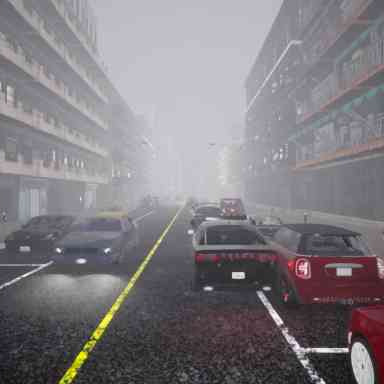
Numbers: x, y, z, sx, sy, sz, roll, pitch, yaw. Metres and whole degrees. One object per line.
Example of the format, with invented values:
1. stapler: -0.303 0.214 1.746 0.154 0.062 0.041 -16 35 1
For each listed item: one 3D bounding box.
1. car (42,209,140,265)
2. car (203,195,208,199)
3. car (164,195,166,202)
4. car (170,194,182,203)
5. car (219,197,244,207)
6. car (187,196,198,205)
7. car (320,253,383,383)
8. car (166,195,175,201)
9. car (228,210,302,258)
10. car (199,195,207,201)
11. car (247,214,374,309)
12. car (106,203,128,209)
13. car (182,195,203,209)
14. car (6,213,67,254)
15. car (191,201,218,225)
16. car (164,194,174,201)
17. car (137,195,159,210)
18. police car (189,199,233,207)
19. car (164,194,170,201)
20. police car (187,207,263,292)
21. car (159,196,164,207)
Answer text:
1. car: -3.085 1.547 11.935 2.033 1.411 5.357 0 0 0
2. car: 2.790 1.503 75.644 1.752 1.417 4.829 0 0 0
3. car: -5.621 1.570 52.944 1.802 1.307 4.206 0 0 0
4. car: -2.907 1.332 71.014 2.097 1.767 4.553 0 0 0
5. car: 2.724 1.312 24.746 2.192 1.841 5.009 0 0 0
6. car: 0.078 1.463 59.521 1.882 1.535 5.008 0 0 0
7. car: 2.693 1.545 2.201 1.887 1.381 4.507 0 0 0
8. car: -5.575 1.517 86.762 1.887 1.381 4.507 0 0 0
9. car: 2.708 1.550 13.473 2.008 1.369 4.403 0 0 0
10. car: 2.805 1.517 86.746 1.887 1.381 4.507 0 0 0
11. car: 2.701 1.440 7.838 1.967 1.590 4.097 0 0 0
12. car: -5.658 1.523 24.591 1.752 1.417 4.829 0 0 0
13. car: 0.069 1.483 45.583 2.128 1.511 4.902 0 0 0
14. car: -5.673 1.565 13.487 1.947 1.339 4.313 0 0 0
15. car: 0.858 1.503 24.972 1.837 1.490 4.892 0 0 0
16. car: -5.583 1.415 81.125 1.967 1.590 4.097 0 0 0
17. car: -5.635 1.432 41.671 1.967 1.590 4.097 0 0 0
18. police car: 0.924 1.424 19.082 1.930 1.638 5.238 0 0 0
19. car: -5.589 1.293 75.489 2.192 1.841 5.009 0 0 0
20. police car: 0.910 1.425 9.082 1.930 1.638 5.238 0 0 0
21. car: -5.627 1.305 47.307 2.192 1.841 5.009 0 0 0
